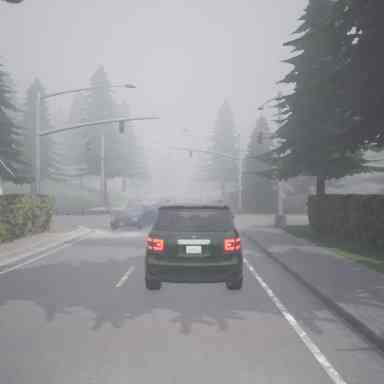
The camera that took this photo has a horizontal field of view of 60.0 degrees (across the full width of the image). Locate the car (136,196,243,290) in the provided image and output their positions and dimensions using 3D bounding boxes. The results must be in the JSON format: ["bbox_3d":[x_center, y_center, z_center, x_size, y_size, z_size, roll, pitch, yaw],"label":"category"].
[{"bbox_3d":[0.052,1.221,9.208,2.150,2.045,5.566,0,0,0],"label":"car"}]

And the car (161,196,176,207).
[{"bbox_3d":[-3.658,1.491,52.418,2.128,1.511,4.902,0,0,0],"label":"car"}]

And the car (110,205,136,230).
[{"bbox_3d":[-3.473,1.525,20.871,1.812,1.442,4.674,-1,0,12],"label":"car"}]

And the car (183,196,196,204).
[{"bbox_3d":[-0.552,1.525,66.794,1.812,1.442,4.674,0,0,-10],"label":"car"}]

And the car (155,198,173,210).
[{"bbox_3d":[-3.644,1.563,43.611,1.994,1.385,4.181,0,0,0],"label":"car"}]

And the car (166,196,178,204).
[{"bbox_3d":[-3.830,1.491,62.501,2.128,1.511,4.902,0,0,-4],"label":"car"}]
